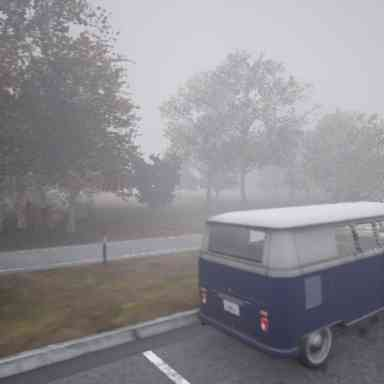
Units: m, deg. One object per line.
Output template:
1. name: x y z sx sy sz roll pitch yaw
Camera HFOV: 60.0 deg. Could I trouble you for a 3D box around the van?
1. van: 2.305 1.217 5.650 4.442 1.987 1.878 -2 1 -35
